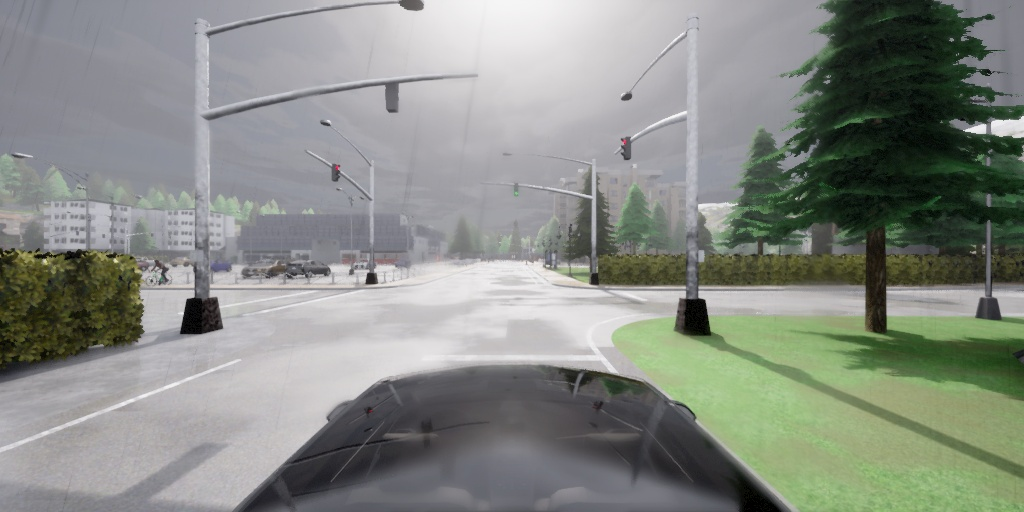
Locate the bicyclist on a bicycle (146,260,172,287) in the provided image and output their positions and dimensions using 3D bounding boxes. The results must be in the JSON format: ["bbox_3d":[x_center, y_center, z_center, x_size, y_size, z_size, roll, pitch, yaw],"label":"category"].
[{"bbox_3d":[-21.756,1.052,22.123,0.582,1.620,1.656,0,0,1],"label":"bicyclist on a bicycle"}]
